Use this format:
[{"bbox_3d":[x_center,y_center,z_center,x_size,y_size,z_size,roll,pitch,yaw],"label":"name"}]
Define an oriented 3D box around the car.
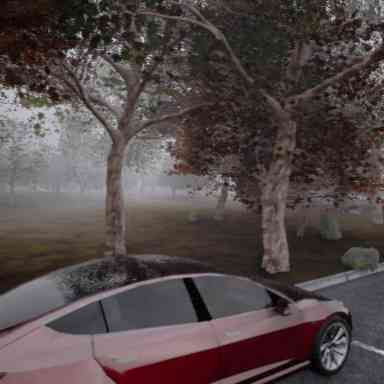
[{"bbox_3d":[-0.111,1.513,3.978,4.792,1.488,2.163,0,0,-33],"label":"car"}]
